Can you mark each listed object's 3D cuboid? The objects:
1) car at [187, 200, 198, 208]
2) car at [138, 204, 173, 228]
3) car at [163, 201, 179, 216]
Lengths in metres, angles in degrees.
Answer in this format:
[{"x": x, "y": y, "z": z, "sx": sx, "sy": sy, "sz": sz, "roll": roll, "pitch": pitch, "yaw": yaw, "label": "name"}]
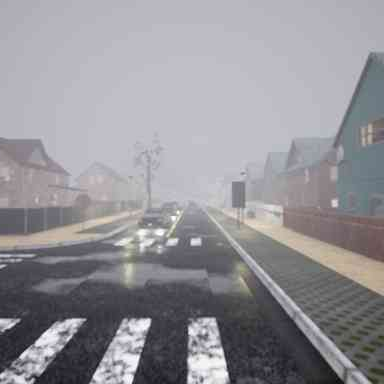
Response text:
[{"x": 0.031, "y": 2.335, "z": 64.024, "sx": 1.812, "sy": 1.442, "sz": 4.674, "roll": 0, "pitch": -1, "yaw": 0, "label": "car"}, {"x": -2.838, "y": 1.862, "z": 25.264, "sx": 2.033, "sy": 1.411, "sz": 5.357, "roll": 0, "pitch": -1, "yaw": 0, "label": "car"}, {"x": -2.830, "y": 2.003, "z": 39.748, "sx": 1.837, "sy": 1.490, "sz": 4.892, "roll": 0, "pitch": -1, "yaw": 0, "label": "car"}]
